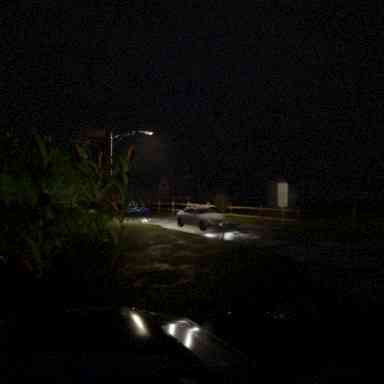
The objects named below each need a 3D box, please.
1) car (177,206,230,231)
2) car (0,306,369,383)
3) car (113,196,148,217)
[{"bbox_3d":[0.593,1.704,22.365,1.812,1.442,4.674,0,0,-31],"label":"car"},{"bbox_3d":[-1.187,1.547,1.791,5.357,1.411,2.033,1,0,-31],"label":"car"},{"bbox_3d":[-6.555,1.450,34.601,2.150,2.045,5.566,0,0,-31],"label":"car"}]
